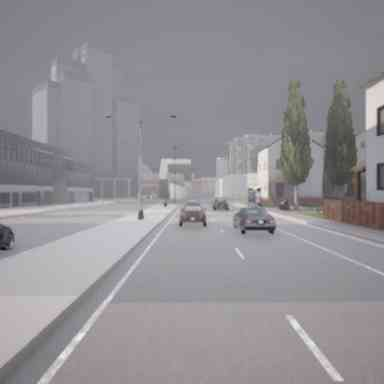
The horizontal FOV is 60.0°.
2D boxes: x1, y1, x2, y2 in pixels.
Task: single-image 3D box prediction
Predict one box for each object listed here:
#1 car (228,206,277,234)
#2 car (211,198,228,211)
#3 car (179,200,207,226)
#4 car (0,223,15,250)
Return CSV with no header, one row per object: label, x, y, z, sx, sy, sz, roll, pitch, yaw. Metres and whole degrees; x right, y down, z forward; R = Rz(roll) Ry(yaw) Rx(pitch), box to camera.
car,3.534,1.576,19.541,2.033,1.411,5.357,0,0,1
car,3.584,1.552,42.663,2.128,1.511,4.902,0,0,0
car,0.065,1.559,23.685,1.812,1.442,4.674,0,0,0
car,-8.053,1.581,11.557,1.994,1.385,4.181,0,0,1
